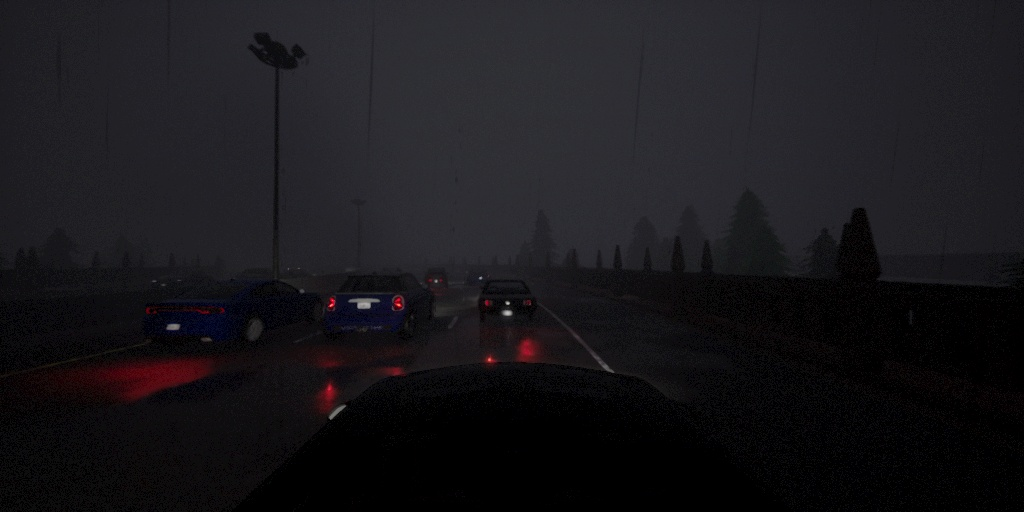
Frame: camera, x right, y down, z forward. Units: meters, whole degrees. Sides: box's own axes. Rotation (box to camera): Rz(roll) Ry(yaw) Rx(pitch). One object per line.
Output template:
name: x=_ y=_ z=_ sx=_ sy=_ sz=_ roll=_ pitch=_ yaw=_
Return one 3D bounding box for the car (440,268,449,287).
car: x=-6.241 y=1.689 z=29.391 sx=1.837 sy=1.490 sz=4.892 roll=0 pitch=-1 yaw=-13

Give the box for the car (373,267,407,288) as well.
car: x=-9.781 y=1.677 z=29.167 sx=2.128 sy=1.511 sz=4.902 roll=0 pitch=-1 yaw=-13

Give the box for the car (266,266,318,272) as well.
car: x=-16.869 y=1.737 z=27.837 sx=1.994 sy=1.385 sz=4.181 roll=0 pitch=-1 yaw=-14

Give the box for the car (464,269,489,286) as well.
car: x=-2.949 y=1.763 z=30.552 sx=1.994 sy=1.385 sz=4.181 roll=0 pitch=-1 yaw=-13

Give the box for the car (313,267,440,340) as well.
car: x=-3.646 y=1.236 z=10.688 sx=2.097 sy=1.767 sz=4.553 roll=0 pitch=-1 yaw=-3

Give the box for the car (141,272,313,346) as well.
car: x=-7.090 y=1.350 z=9.858 sx=1.882 sy=1.535 sz=5.008 roll=0 pitch=-1 yaw=-3

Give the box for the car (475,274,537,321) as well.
car: x=-0.277 y=1.526 z=13.415 sx=1.895 sy=1.301 sz=4.718 roll=0 pitch=-1 yaw=-4

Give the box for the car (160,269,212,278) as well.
car: x=-23.581 y=1.676 z=25.957 sx=1.812 sy=1.442 sz=4.674 roll=0 pitch=-1 yaw=-14

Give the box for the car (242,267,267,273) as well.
car: x=-20.792 y=1.708 z=29.188 sx=1.837 sy=1.490 sz=4.892 roll=0 pitch=-1 yaw=-16
